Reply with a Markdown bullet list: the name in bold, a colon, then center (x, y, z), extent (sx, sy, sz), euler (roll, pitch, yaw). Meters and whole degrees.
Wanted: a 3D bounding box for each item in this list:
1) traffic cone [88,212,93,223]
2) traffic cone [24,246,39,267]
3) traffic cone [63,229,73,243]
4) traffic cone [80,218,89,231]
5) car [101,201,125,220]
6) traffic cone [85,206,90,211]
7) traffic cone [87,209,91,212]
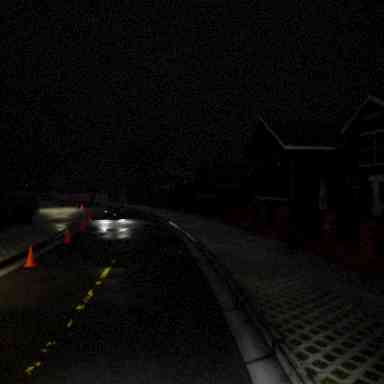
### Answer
- **traffic cone**: center (-7.664, 2.005, 24.813), extent (0.340, 0.580, 0.340), euler (0, 0, -14)
- **traffic cone**: center (-5.034, 2.001, 10.411), extent (0.340, 0.580, 0.340), euler (0, 0, -6)
- **traffic cone**: center (-5.687, 2.010, 15.251), extent (0.340, 0.580, 0.340), euler (0, 0, -9)
- **traffic cone**: center (-6.564, 2.011, 20.054), extent (0.340, 0.580, 0.340), euler (0, 0, -12)
- **car**: center (-6.903, 1.553, 29.089), extent (1.812, 1.442, 4.674), euler (0, 0, -17)
- **traffic cone**: center (-10.528, 1.970, 34.147), extent (0.340, 0.580, 0.340), euler (0, 0, -20)
- **traffic cone**: center (-8.987, 1.991, 29.513), extent (0.340, 0.580, 0.340), euler (0, 0, -17)
